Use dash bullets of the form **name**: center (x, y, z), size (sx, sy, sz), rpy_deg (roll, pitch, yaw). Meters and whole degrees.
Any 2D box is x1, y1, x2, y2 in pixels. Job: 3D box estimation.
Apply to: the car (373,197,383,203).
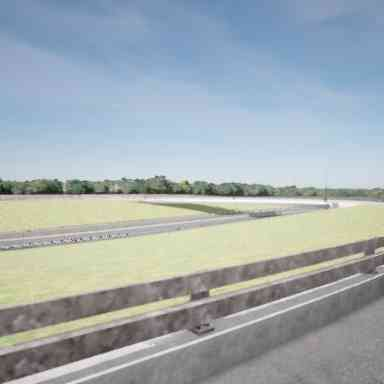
- **car**: center (42.913, 1.899, 75.528), size (1.837, 1.490, 4.892), rpy_deg (0, -1, 3)
